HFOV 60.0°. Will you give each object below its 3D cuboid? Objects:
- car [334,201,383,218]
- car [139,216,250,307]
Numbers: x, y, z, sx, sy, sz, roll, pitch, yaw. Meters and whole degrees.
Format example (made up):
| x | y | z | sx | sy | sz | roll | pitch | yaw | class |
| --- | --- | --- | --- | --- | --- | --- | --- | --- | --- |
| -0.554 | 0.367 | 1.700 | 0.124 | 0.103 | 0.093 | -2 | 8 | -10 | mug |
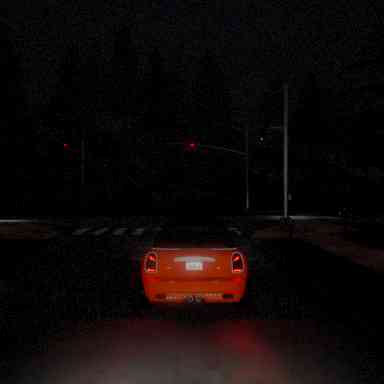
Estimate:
| x | y | z | sx | sy | sz | roll | pitch | yaw | class |
| --- | --- | --- | --- | --- | --- | --- | --- | --- | --- |
| 14.342 | 1.438 | 27.357 | 4.718 | 1.301 | 1.895 | 0 | 0 | 0 | car |
| 0.050 | 1.352 | 8.115 | 2.097 | 1.767 | 4.553 | 0 | 0 | 0 | car |
